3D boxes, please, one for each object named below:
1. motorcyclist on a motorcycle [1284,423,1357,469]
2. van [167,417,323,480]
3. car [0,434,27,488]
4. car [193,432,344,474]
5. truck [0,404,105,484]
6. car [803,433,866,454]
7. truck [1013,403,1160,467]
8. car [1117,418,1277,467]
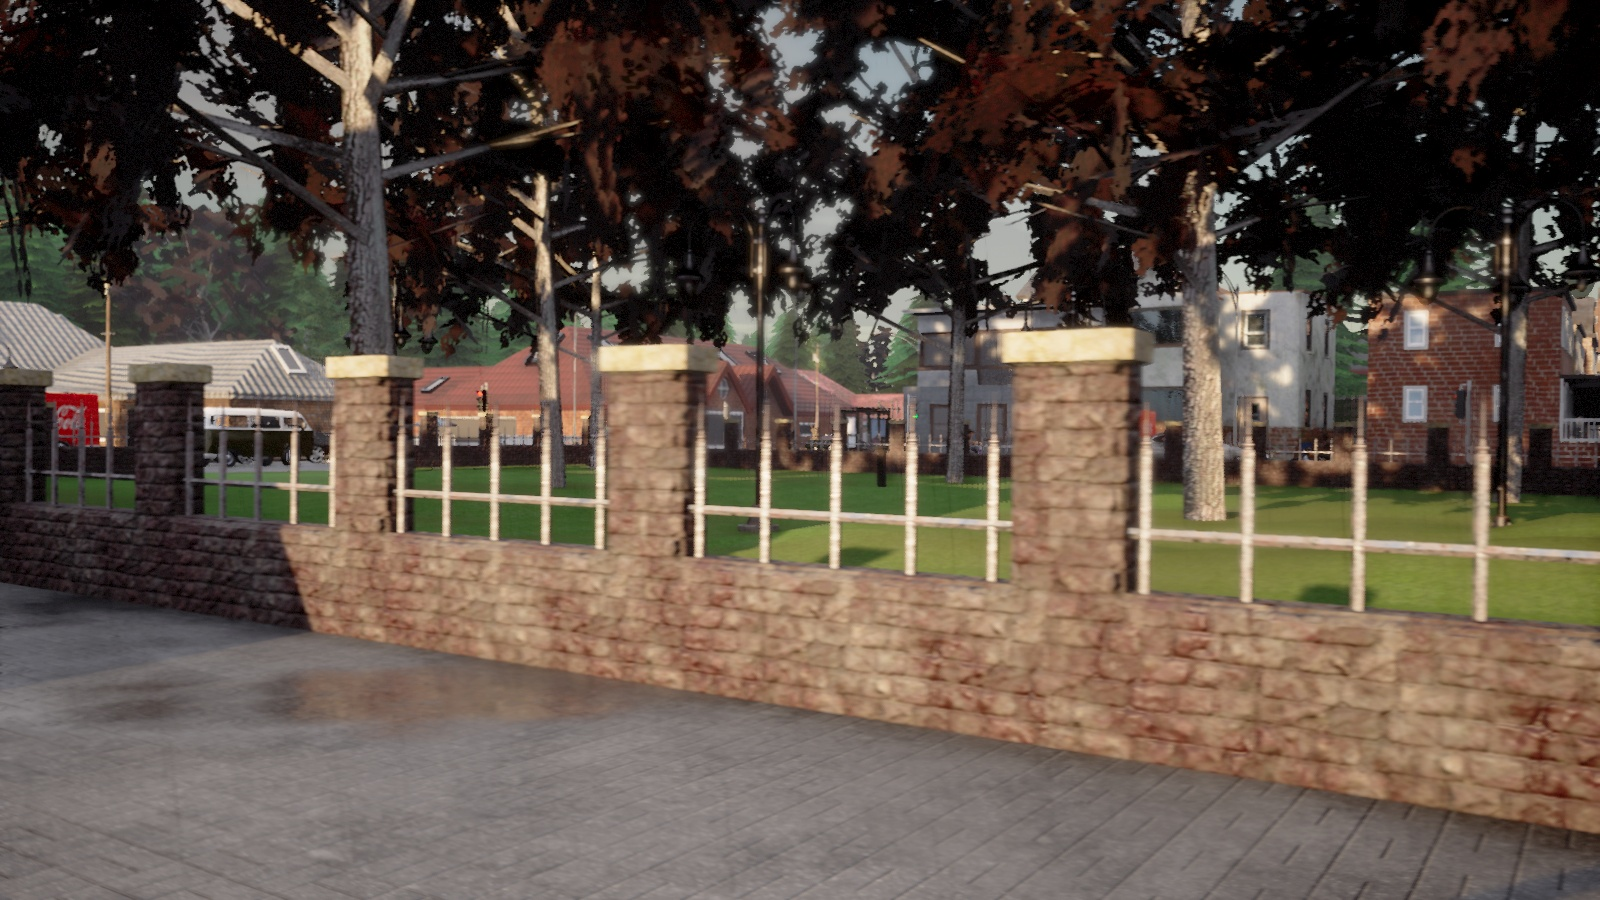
[{"bbox_3d":[18.977,-0.144,45.806,2.350,1.649,0.766,0,1,38],"label":"motorcyclist on a motorcycle"},{"bbox_3d":[-18.948,-0.081,43.092,2.069,2.038,4.480,0,1,32],"label":"van"},{"bbox_3d":[-24.494,0.338,34.700,1.882,1.535,5.008,0,1,32],"label":"car"},{"bbox_3d":[-20.259,0.084,48.045,2.128,1.511,4.902,0,1,37],"label":"car"},{"bbox_3d":[-25.474,-0.201,39.964,2.627,2.467,5.204,0,1,34],"label":"truck"},{"bbox_3d":[2.282,-0.444,82.325,1.895,1.301,4.718,0,1,34],"label":"car"},{"bbox_3d":[11.585,-0.611,50.911,5.204,2.467,2.627,0,1,33],"label":"truck"},{"bbox_3d":[13.999,-0.261,44.388,5.027,1.651,2.152,0,1,31],"label":"car"}]
